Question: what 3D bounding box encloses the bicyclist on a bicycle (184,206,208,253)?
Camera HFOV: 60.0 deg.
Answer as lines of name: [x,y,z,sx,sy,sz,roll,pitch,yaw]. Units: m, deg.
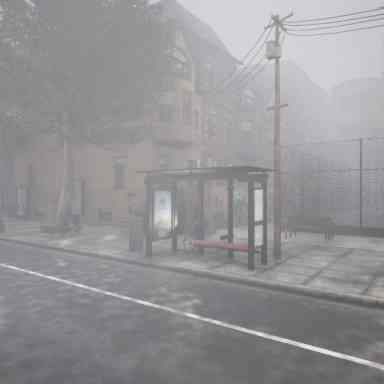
bicyclist on a bicycle: [0.236,1.338,11.908,0.582,1.620,1.656,2,-3,36]
